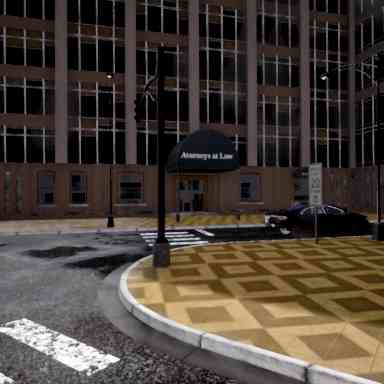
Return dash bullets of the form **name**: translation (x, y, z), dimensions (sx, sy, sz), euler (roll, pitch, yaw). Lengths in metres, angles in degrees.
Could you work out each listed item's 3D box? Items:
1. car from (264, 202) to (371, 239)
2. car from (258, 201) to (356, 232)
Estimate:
- **car**: translation (6.087, 1.310, 15.887), dimensions (4.902, 1.511, 2.128), euler (0, 0, -14)
- **car**: translation (6.484, 1.315, 18.922), dimensions (4.902, 1.511, 2.128), euler (0, 0, -14)
